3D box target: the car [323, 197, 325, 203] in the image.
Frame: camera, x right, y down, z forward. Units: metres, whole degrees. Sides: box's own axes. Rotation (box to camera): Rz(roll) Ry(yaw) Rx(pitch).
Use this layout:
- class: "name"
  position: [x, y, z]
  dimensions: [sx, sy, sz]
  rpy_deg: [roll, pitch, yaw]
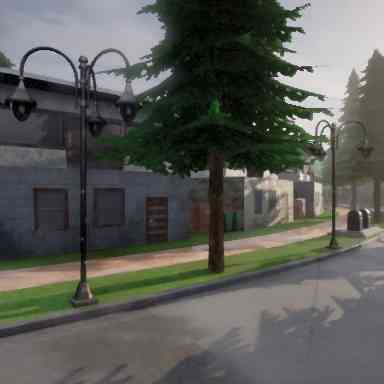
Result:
- class: "car"
  position: [23.983, 1.221, 65.997]
  dimensions: [2.150, 2.045, 5.566]
  rpy_deg: [0, 0, -13]
